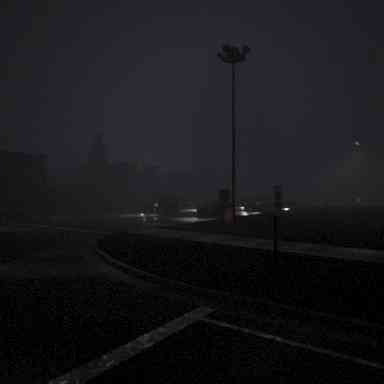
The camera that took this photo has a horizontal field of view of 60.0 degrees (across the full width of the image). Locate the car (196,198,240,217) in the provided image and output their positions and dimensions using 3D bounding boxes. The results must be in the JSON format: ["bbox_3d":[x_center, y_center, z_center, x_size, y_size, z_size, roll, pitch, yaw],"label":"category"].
[{"bbox_3d":[2.317,1.478,31.581,1.882,1.535,5.008,0,0,35],"label":"car"}]

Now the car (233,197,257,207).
[{"bbox_3d":[8.381,1.505,52.436,1.837,1.490,4.892,0,0,35],"label":"car"}]

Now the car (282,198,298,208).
[{"bbox_3d":[13.675,1.564,47.817,1.994,1.385,4.181,0,0,35],"label":"car"}]

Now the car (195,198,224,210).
[{"bbox_3d":[2.383,1.564,43.892,1.994,1.385,4.181,0,0,35],"label":"car"}]

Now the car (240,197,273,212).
[{"bbox_3d":[7.945,1.352,39.634,2.097,1.767,4.553,0,0,35],"label":"car"}]

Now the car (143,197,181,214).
[{"bbox_3d":[-3.230,1.352,35.858,2.097,1.767,4.553,0,0,35],"label":"car"}]
